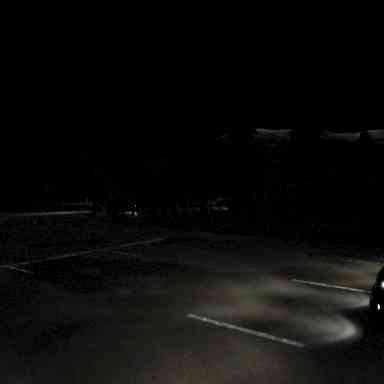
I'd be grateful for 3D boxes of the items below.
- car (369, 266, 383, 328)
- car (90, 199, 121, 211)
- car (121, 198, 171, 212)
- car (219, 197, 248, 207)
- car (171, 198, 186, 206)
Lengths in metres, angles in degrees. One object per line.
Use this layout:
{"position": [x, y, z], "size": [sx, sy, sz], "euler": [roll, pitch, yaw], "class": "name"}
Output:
{"position": [5.064, 1.352, 4.633], "size": [4.553, 1.767, 2.097], "euler": [0, 0, 36], "class": "car"}
{"position": [-9.278, 1.494, 38.340], "size": [1.895, 1.301, 4.718], "euler": [0, 0, 43], "class": "car"}
{"position": [-5.127, 1.416, 37.638], "size": [1.837, 1.490, 4.892], "euler": [0, 0, 44], "class": "car"}
{"position": [5.960, 1.427, 47.422], "size": [4.892, 1.490, 1.837], "euler": [0, 0, -36], "class": "car"}
{"position": [-2.826, 1.426, 44.714], "size": [4.674, 1.442, 1.812], "euler": [0, 1, -42], "class": "car"}
